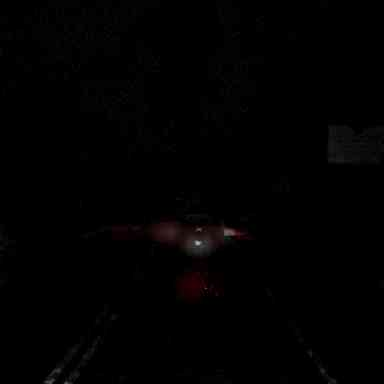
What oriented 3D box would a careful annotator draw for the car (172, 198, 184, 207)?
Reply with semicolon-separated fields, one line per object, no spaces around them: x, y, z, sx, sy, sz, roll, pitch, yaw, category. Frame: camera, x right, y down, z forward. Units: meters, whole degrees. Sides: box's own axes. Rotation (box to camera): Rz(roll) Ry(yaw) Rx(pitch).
-2.261;1.690;54.635;1.812;1.442;4.674;0;-1;2;car

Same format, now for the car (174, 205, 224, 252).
0.299;1.540;14.031;1.837;1.490;4.892;0;0;1;car
